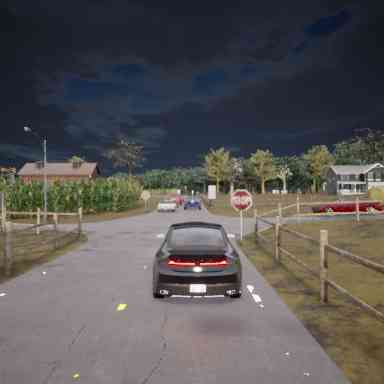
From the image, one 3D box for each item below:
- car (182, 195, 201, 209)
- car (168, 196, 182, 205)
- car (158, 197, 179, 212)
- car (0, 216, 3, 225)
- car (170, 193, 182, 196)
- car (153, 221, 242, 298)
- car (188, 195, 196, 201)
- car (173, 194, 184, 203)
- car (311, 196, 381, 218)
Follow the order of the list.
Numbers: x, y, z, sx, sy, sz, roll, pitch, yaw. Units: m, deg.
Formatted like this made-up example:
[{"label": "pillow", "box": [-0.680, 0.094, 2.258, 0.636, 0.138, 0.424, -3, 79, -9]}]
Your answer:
[{"label": "car", "box": [0.094, 1.324, 44.596, 2.097, 1.767, 4.553, 0, 0, 0]}, {"label": "car", "box": [-2.814, 1.570, 47.582, 1.895, 1.301, 4.718, 0, 0, 0]}, {"label": "car", "box": [-2.831, 1.581, 37.992, 1.895, 1.301, 4.718, 0, 0, 0]}, {"label": "car", "box": [-15.518, 1.919, 22.591, 4.718, 1.301, 1.895, -1, -2, -1]}, {"label": "car", "box": [-2.794, 1.179, 57.541, 2.150, 2.045, 5.566, 0, 0, 0]}, {"label": "car", "box": [0.104, 1.509, 8.491, 1.837, 1.490, 4.892, 0, 0, 0]}, {"label": "car", "box": [0.055, 1.491, 80.319, 1.994, 1.385, 4.181, 0, 0, 0]}, {"label": "car", "box": [-2.720, 1.301, 67.741, 2.097, 1.767, 4.553, 0, 0, 0]}, {"label": "car", "box": [11.741, 1.102, 25.508, 5.008, 1.535, 1.882, -2, -2, 0]}]
